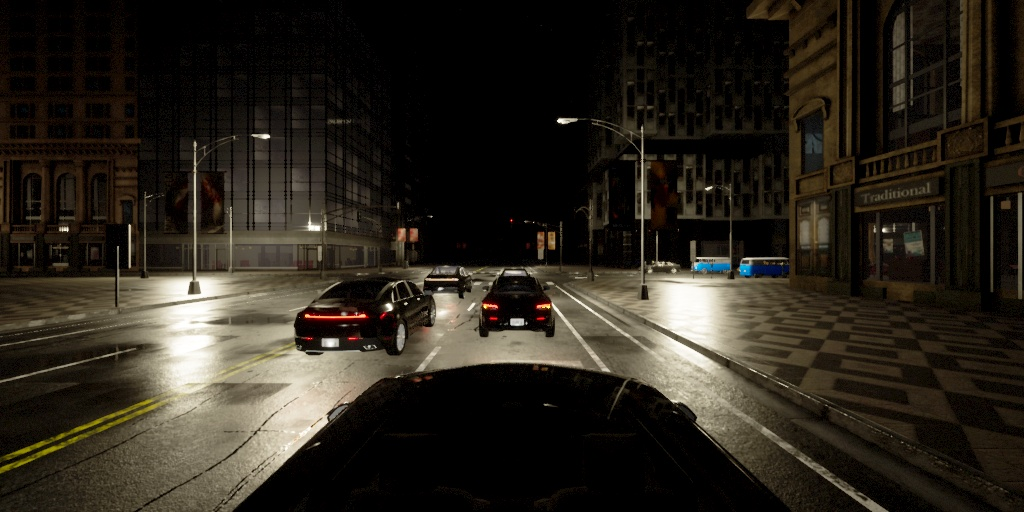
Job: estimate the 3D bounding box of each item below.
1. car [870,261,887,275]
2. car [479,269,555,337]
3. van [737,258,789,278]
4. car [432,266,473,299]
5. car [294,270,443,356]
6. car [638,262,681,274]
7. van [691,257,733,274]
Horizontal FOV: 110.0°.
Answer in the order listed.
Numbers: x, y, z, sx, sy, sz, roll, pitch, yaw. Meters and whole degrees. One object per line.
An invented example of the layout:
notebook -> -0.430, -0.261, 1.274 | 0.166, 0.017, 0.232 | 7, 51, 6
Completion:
car -> 32.778, 1.252, 30.223 | 4.207, 1.307, 1.802 | 0, 0, 0
car -> 0.123, 1.276, 10.115 | 1.812, 1.442, 4.674 | 0, 0, 0
van -> 21.541, 1.032, 30.303 | 3.998, 1.789, 1.690 | 0, 0, 0
car -> -3.106, 1.241, 18.034 | 2.128, 1.511, 4.902 | 0, 0, 0
car -> -3.133, 1.254, 8.620 | 1.837, 1.490, 4.892 | 0, 0, 0
car -> 15.981, 1.263, 38.867 | 4.403, 1.370, 2.007 | 0, 0, 0
van -> 21.600, 1.042, 38.827 | 3.998, 1.789, 1.690 | 0, 0, 0
